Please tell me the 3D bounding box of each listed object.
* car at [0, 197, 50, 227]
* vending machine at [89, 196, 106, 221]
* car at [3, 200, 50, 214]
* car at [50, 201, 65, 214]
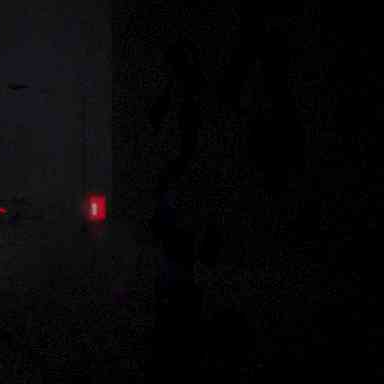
[{"bbox_3d":[-13.172,1.393,24.725,2.150,2.045,5.566,-1,0,4],"label":"car"},{"bbox_3d":[-7.926,1.351,27.885,1.100,2.100,0.880,0,0,14],"label":"vending machine"},{"bbox_3d":[-19.575,1.772,39.578,1.837,1.490,4.892,-1,-1,28],"label":"car"},{"bbox_3d":[-16.705,1.748,37.564,1.837,1.490,4.892,-1,-1,27],"label":"car"}]
